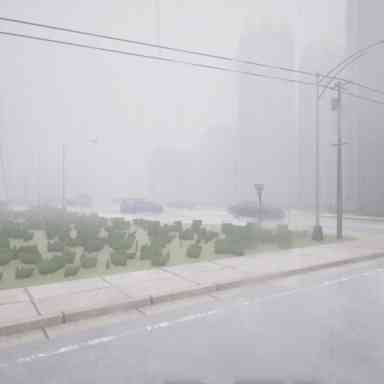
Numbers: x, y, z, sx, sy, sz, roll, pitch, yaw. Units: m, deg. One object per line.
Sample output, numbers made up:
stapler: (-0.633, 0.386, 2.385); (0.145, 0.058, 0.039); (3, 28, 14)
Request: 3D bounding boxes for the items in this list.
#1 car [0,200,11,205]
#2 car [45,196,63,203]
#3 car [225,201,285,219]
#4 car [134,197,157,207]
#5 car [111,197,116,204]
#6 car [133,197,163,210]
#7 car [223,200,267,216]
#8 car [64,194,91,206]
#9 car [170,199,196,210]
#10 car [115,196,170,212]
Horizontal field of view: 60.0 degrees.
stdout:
car: (-24.020, 1.310, 39.268); (4.605, 1.855, 1.932); (0, 0, -34)
car: (-26.749, 1.505, 65.986); (4.193, 1.474, 1.816); (0, 0, -34)
car: (5.255, 1.478, 27.071); (1.882, 1.535, 5.008); (0, 0, -34)
car: (-7.377, 1.564, 52.025); (1.994, 1.385, 4.181); (0, 0, -33)
car: (-13.040, 1.477, 60.223); (1.882, 1.535, 5.008); (0, 0, -34)
car: (-5.793, 1.477, 43.265); (1.882, 1.535, 5.008); (0, 0, -34)
car: (5.269, 1.564, 33.583); (1.994, 1.385, 4.181); (0, 0, -34)
car: (-18.736, 1.313, 55.129); (3.866, 1.878, 1.905); (0, 0, -34)
car: (-1.545, 1.601, 43.542); (1.895, 1.301, 4.718); (0, 0, -34)
car: (-5.193, 1.480, 35.065); (4.611, 1.667, 2.242); (0, 0, -34)
